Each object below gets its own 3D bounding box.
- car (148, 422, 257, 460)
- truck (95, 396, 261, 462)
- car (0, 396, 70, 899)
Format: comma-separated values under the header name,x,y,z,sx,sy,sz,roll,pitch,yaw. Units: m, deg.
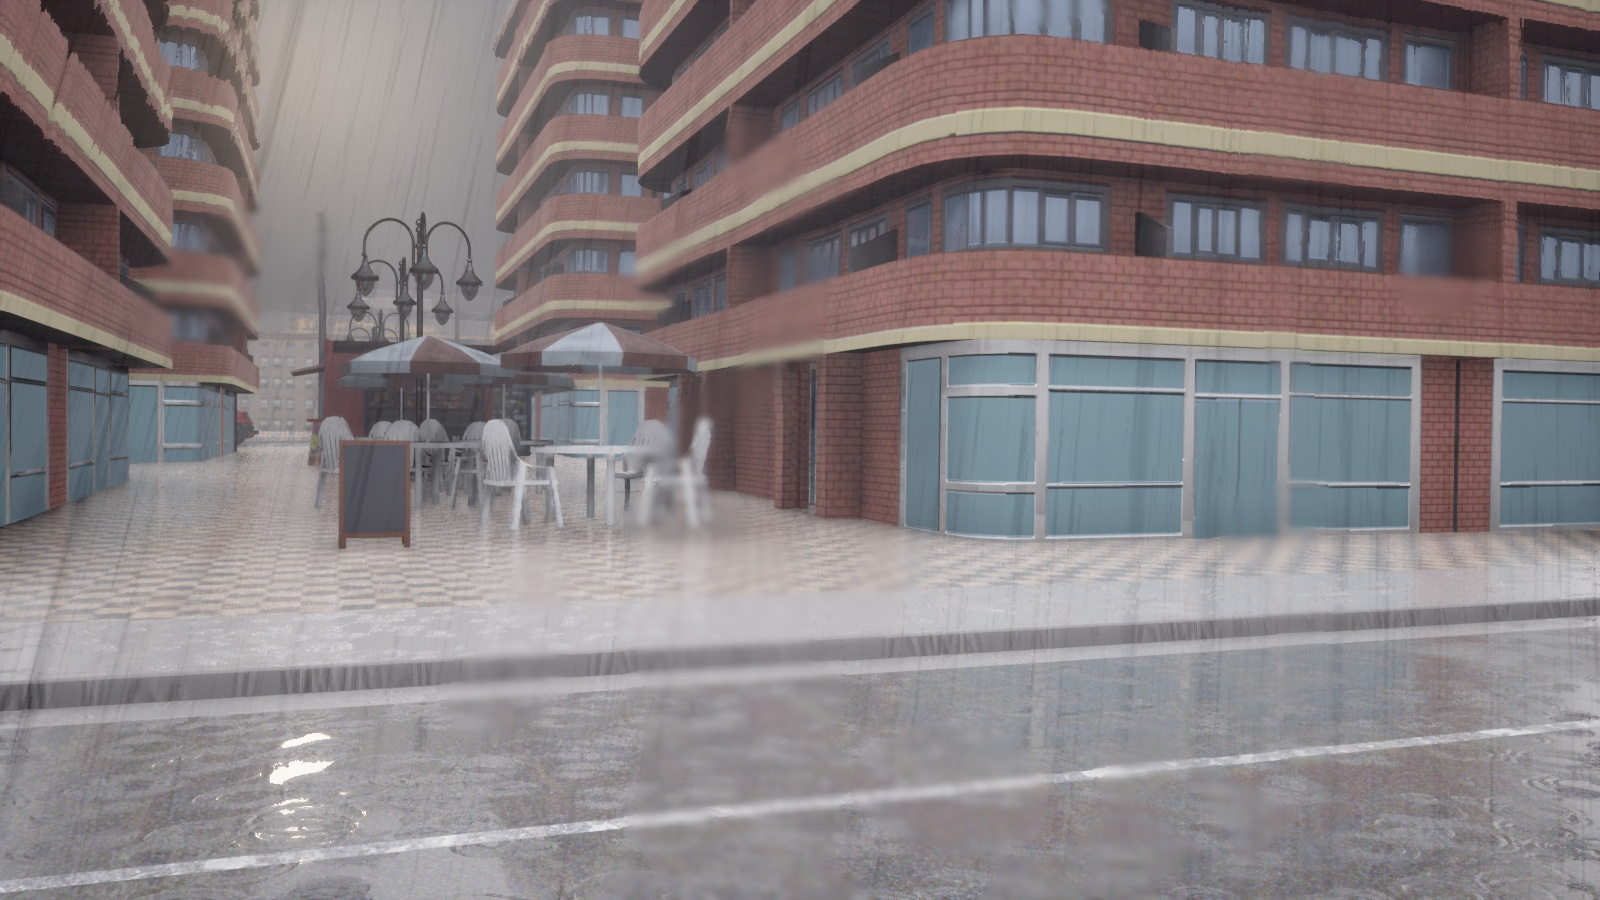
name,x,y,z,sx,sy,sz,roll,pitch,yaw
car,-35.042,-0.569,73.783,5.566,2.045,2.150,-2,1,-21
truck,-34.600,-1.203,70.199,7.936,3.462,2.891,-2,1,-21
car,-3.978,0.743,1.726,4.856,1.649,2.033,-1,1,-21
